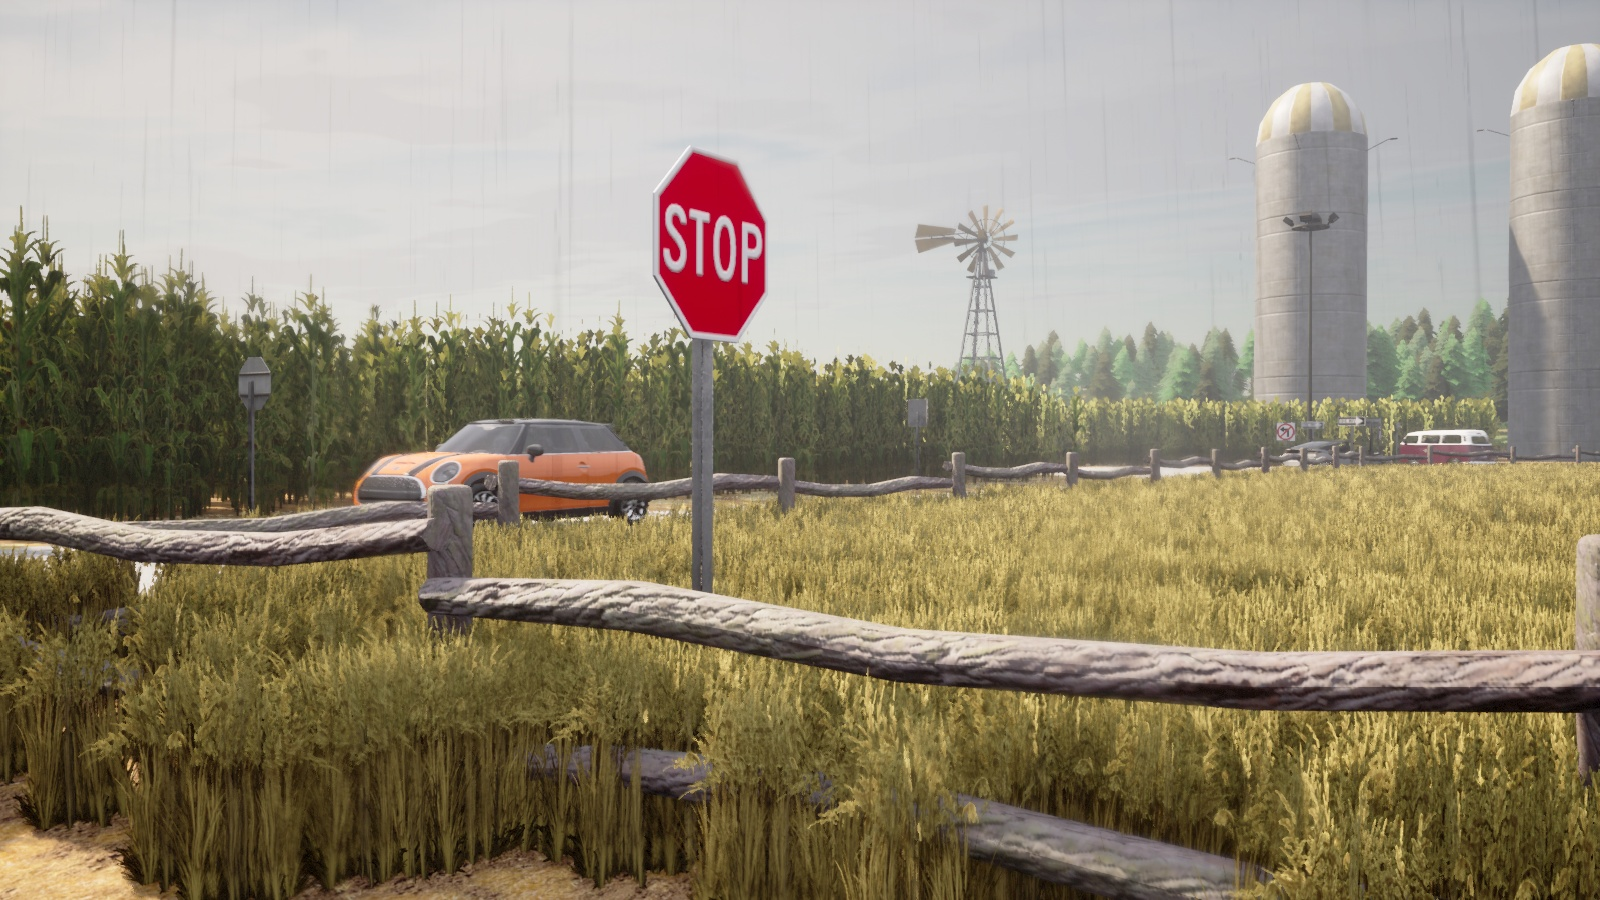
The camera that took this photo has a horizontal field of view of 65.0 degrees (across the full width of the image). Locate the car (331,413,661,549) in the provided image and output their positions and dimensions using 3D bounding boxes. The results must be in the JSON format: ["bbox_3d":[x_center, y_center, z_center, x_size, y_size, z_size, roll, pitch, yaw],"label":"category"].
[{"bbox_3d":[-4.362,0.388,18.722,2.097,1.767,4.553,-1,0,34],"label":"car"}]

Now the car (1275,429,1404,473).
[{"bbox_3d":[19.973,0.008,46.450,4.514,1.525,2.007,-1,0,-29],"label":"car"}]

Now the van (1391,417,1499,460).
[{"bbox_3d":[31.896,-0.548,62.239,2.069,2.038,4.480,0,0,-21],"label":"van"}]
